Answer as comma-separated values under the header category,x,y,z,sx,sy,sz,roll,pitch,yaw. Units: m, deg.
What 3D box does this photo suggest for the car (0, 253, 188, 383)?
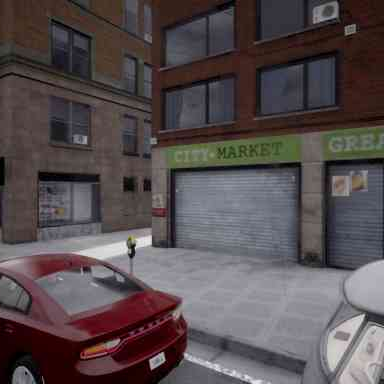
category,x,y,z,sx,sy,sz,roll,pitch,yaw
car,-2.160,1.544,4.615,4.507,1.381,1.887,0,0,35

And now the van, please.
category,x,y,z,sx,sy,sz,roll,pitch,yaw
van,2.450,1.341,1.329,3.998,1.788,1.690,0,0,35
